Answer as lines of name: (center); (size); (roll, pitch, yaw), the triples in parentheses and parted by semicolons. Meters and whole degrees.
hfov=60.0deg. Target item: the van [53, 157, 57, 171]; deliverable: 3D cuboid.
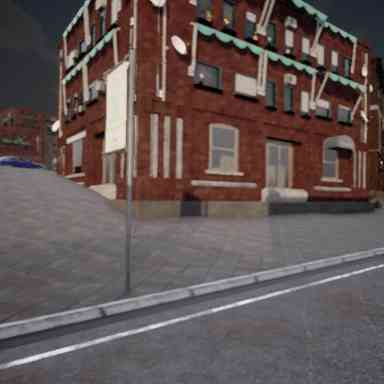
van: (-12.224, -2.522, 34.963); (1.878, 1.987, 4.442); (0, -2, 39)

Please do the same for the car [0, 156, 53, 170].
car: (-15.808, -2.493, 30.559); (2.002, 1.452, 4.674); (0, -2, 40)
